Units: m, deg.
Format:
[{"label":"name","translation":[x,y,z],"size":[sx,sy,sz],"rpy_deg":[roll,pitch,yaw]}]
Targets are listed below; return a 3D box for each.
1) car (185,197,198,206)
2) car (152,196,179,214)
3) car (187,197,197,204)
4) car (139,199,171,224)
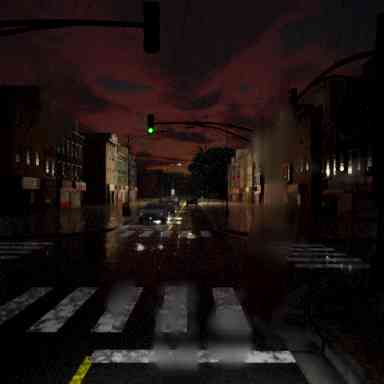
[{"label":"car","translation":[-0.013,1.543,55.498],"size":[1.837,1.490,4.892],"rpy_deg":[0,0,0]},{"label":"car","translation":[-2.857,1.501,35.590],"size":[2.128,1.511,4.902],"rpy_deg":[0,0,0]},{"label":"car","translation":[-0.015,1.620,65.914],"size":[1.994,1.385,4.181],"rpy_deg":[0,0,0]},{"label":"car","translation":[-2.853,1.532,25.227],"size":[1.812,1.442,4.674],"rpy_deg":[0,0,0]}]
